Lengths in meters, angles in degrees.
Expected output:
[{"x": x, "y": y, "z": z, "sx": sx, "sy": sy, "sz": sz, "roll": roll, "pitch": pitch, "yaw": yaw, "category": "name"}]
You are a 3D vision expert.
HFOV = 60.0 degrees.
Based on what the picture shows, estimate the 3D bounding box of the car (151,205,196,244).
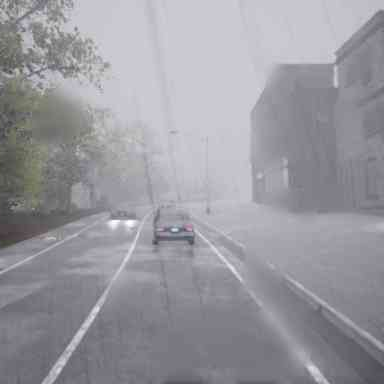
[{"x": -0.929, "y": 1.550, "z": 15.733, "sx": 2.033, "sy": 1.411, "sz": 5.357, "roll": 0, "pitch": 0, "yaw": -6, "category": "car"}]

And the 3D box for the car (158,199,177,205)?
[{"x": -2.614, "y": 1.458, "z": 34.648, "sx": 2.033, "sy": 1.411, "sz": 5.357, "roll": 0, "pitch": 0, "yaw": -2, "category": "car"}]

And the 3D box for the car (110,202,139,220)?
[{"x": -5.518, "y": 1.505, "z": 27.483, "sx": 1.994, "sy": 1.385, "sz": 4.181, "roll": 0, "pitch": 0, "yaw": -5, "category": "car"}]

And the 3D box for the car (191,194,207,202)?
[{"x": 1.589, "y": 1.264, "z": 68.233, "sx": 1.837, "sy": 1.490, "sz": 4.892, "roll": -3, "pitch": -1, "yaw": 29, "category": "car"}]
